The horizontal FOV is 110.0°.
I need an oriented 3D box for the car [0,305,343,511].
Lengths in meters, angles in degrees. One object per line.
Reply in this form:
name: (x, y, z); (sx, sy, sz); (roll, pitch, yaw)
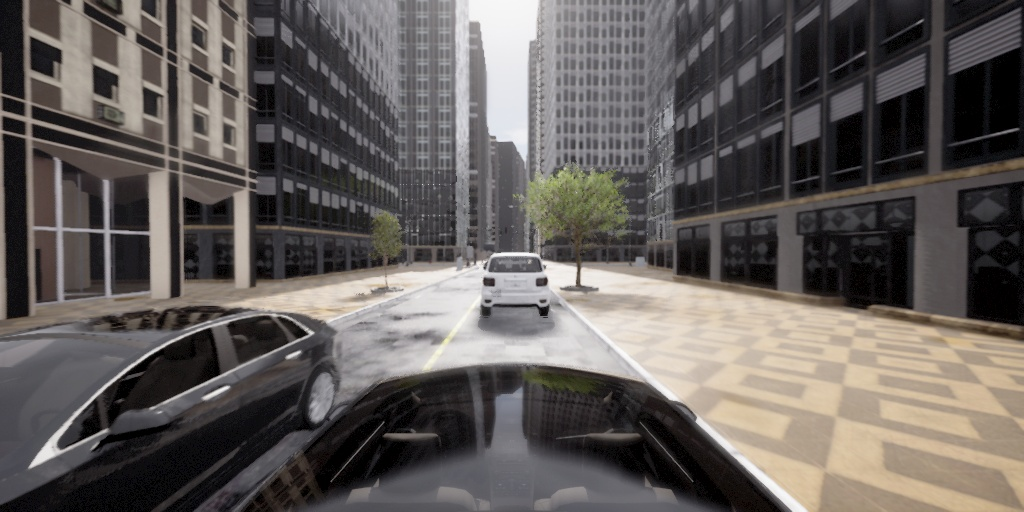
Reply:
car: (-3.100, 1.249, 2.764); (1.837, 1.490, 4.892); (0, 0, 0)

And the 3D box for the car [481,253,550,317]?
car: (0.104, 0.914, 13.041); (2.150, 2.045, 5.566); (0, 0, 0)

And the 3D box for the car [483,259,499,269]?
car: (-2.986, 1.093, 51.981); (1.994, 1.385, 4.181); (0, 0, 0)
